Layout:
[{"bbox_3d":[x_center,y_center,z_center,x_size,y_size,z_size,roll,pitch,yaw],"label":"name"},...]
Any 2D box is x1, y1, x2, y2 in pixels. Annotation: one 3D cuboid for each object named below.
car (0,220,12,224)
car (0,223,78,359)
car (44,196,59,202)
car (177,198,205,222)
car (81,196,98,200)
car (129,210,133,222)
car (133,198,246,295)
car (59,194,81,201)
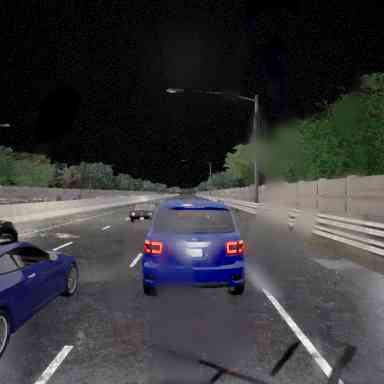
[{"bbox_3d":[-6.978,1.226,8.962,2.150,2.045,5.566,0,0,-1],"label":"car"},{"bbox_3d":[-3.460,1.528,5.638,1.812,1.442,4.674,0,0,-1],"label":"car"},{"bbox_3d":[-25.033,1.514,60.236,2.097,1.767,4.553,0,0,-1],"label":"car"},{"bbox_3d":[-0.139,1.379,27.490,2.097,1.767,4.553,0,0,-1],"label":"car"},{"bbox_3d":[-18.034,1.592,60.267,1.994,1.385,4.181,0,0,-1],"label":"car"},{"bbox_3d":[-3.632,1.625,26.187,1.895,1.301,4.718,0,0,-1],"label":"car"},{"bbox_3d":[0.022,1.225,8.873,2.150,2.045,5.566,0,0,-1],"label":"car"},{"bbox_3d":[-21.533,1.397,60.208,2.150,2.045,5.566,0,0,-1],"label":"car"}]
